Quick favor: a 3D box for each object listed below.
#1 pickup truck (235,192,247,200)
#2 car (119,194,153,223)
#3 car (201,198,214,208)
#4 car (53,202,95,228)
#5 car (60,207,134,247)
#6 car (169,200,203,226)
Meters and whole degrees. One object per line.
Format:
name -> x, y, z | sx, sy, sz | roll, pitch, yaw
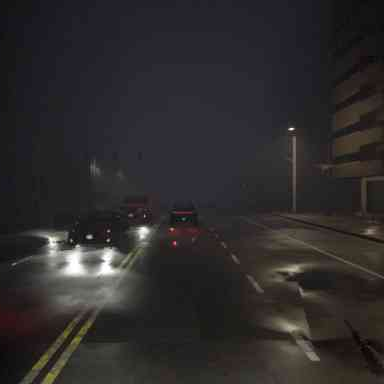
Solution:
pickup truck -> 13.862, 1.049, 90.876 | 2.390, 2.098, 6.274 | 0, 0, 29
car -> -4.271, 1.214, 25.618 | 2.150, 2.045, 5.566 | 0, 1, -2
car -> 2.151, 1.542, 48.476 | 2.033, 1.411, 5.357 | 0, 0, -3
car -> -7.705, 1.475, 22.465 | 1.882, 1.535, 5.008 | 0, 0, -1
car -> -4.009, 1.563, 14.861 | 1.994, 1.385, 4.181 | 0, 0, -1
car -> -0.580, 1.489, 23.198 | 2.128, 1.511, 4.902 | 0, 0, -2
